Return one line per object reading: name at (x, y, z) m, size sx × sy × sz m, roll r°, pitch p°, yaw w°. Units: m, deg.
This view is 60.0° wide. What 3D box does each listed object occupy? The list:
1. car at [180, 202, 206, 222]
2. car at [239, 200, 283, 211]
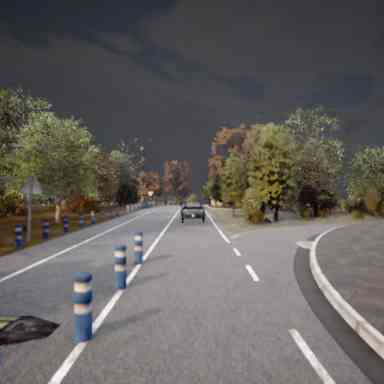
car at (0.091, 1.536, 26.700) m, size 2.128 × 1.511 × 4.902 m, roll 0°, pitch 0°, yaw 0°
car at (8.189, 1.634, 39.822) m, size 2.033 × 1.411 × 5.357 m, roll 6°, pitch -5°, yaw -43°
